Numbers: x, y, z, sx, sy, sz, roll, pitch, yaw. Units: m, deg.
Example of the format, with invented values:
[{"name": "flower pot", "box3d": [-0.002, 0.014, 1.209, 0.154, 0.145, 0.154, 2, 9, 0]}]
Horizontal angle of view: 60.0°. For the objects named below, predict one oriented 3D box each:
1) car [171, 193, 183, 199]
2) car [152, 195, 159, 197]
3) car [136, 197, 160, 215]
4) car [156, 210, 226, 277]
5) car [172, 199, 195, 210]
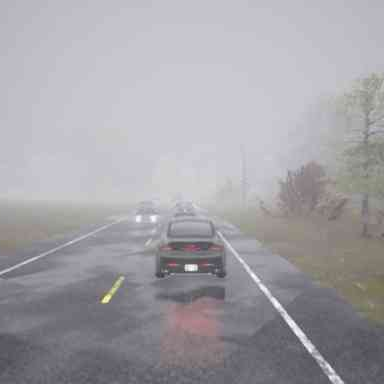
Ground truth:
[{"name": "car", "box3d": [-3.343, 1.236, 74.603, 2.150, 2.045, 5.566, 0, 0, -7]}, {"name": "car", "box3d": [-8.231, 1.399, 75.642, 2.033, 1.411, 5.357, 0, 0, -7]}, {"name": "car", "box3d": [-4.643, 1.560, 34.430, 1.837, 1.490, 4.892, 0, 0, -3]}, {"name": "car", "box3d": [-0.050, 1.531, 10.310, 1.837, 1.490, 4.892, 0, 0, -1]}, {"name": "car", "box3d": [-0.710, 1.597, 30.155, 2.033, 1.411, 5.357, 0, 0, -3]}]
